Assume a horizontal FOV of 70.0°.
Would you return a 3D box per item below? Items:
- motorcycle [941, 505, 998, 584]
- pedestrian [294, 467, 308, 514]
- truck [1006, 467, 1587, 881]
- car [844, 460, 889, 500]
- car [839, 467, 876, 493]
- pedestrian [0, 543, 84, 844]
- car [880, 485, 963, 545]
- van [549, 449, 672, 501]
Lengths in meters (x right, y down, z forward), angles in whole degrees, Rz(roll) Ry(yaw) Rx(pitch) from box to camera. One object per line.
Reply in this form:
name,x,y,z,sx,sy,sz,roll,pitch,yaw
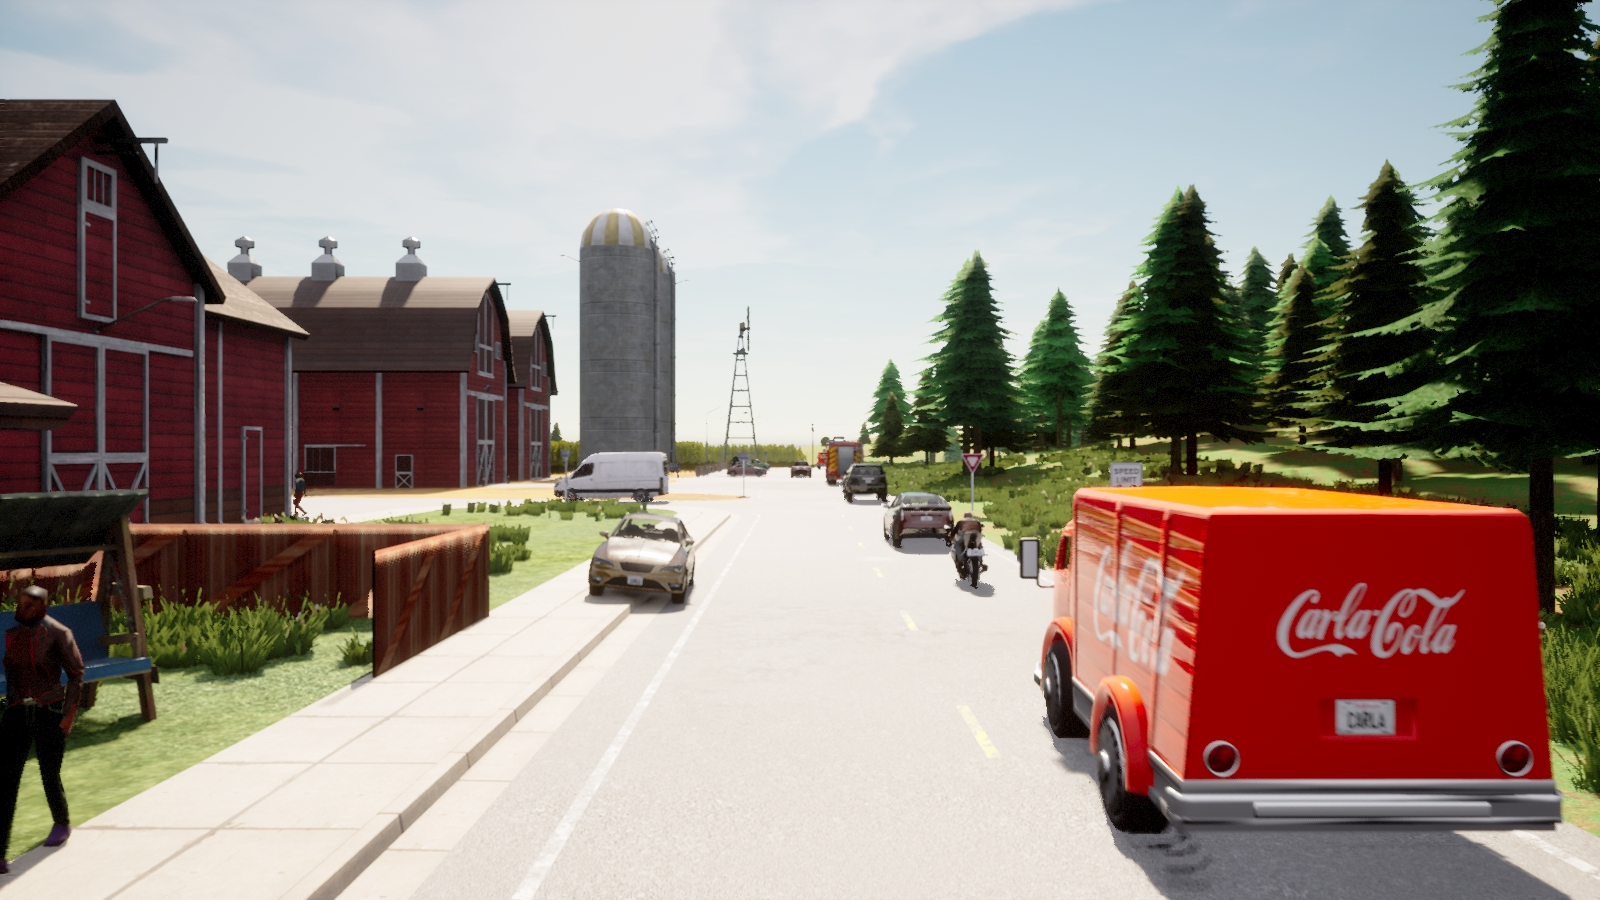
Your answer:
motorcycle,3.532,1.944,23.994,0.867,1.460,2.209,0,0,0
pedestrian,-19.654,1.587,45.031,0.375,1.860,0.375,0,0,6
truck,3.528,1.420,9.639,2.627,2.467,5.204,0,0,0
car,3.579,1.598,62.384,2.150,2.045,5.566,0,0,0
car,3.617,1.860,72.517,2.128,1.511,4.902,0,0,0
pedestrian,-4.923,1.549,7.377,0.375,1.860,0.375,0,0,-4
car,3.545,1.877,34.094,2.007,1.525,4.514,0,0,0
van,-9.706,1.269,58.841,5.915,2.561,1.988,0,1,4
